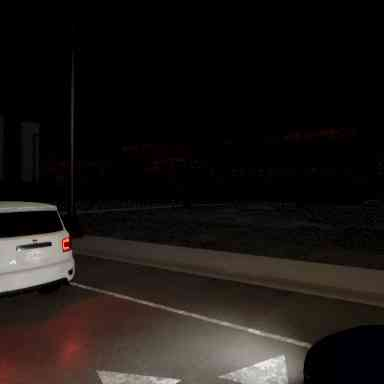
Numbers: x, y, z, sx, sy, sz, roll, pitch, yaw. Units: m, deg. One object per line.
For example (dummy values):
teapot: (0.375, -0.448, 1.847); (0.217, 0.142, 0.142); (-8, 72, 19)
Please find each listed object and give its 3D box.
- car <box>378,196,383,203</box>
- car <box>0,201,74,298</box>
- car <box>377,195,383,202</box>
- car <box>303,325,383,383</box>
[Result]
car: (39.916, 1.527, 67.905); (2.038, 1.542, 4.974); (1, 1, 6)
car: (-5.028, 1.220, 7.571); (5.566, 2.045, 2.150); (0, 0, 35)
car: (39.923, 1.369, 67.954); (1.853, 1.218, 4.536); (1, 1, 6)
car: (3.010, 1.516, 1.840); (4.674, 1.442, 1.812); (0, 0, 35)
